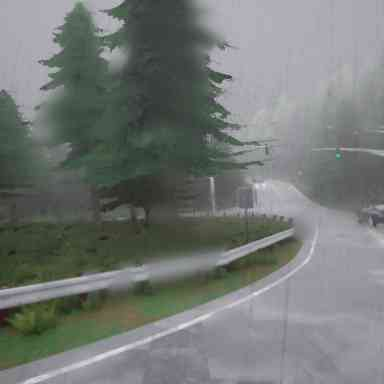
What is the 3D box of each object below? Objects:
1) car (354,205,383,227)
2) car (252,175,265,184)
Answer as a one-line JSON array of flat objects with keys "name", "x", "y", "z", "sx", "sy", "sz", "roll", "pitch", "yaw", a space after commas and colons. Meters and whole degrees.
[{"name": "car", "x": 13.495, "y": 1.701, "z": 24.329, "sx": 1.837, "sy": 1.490, "sz": 4.892, "roll": -2, "pitch": -1, "yaw": 8}, {"name": "car", "x": 14.864, "y": -2.955, "z": 74.466, "sx": 2.097, "sy": 1.767, "sz": 4.553, "roll": -4, "pitch": 7, "yaw": -3}]
